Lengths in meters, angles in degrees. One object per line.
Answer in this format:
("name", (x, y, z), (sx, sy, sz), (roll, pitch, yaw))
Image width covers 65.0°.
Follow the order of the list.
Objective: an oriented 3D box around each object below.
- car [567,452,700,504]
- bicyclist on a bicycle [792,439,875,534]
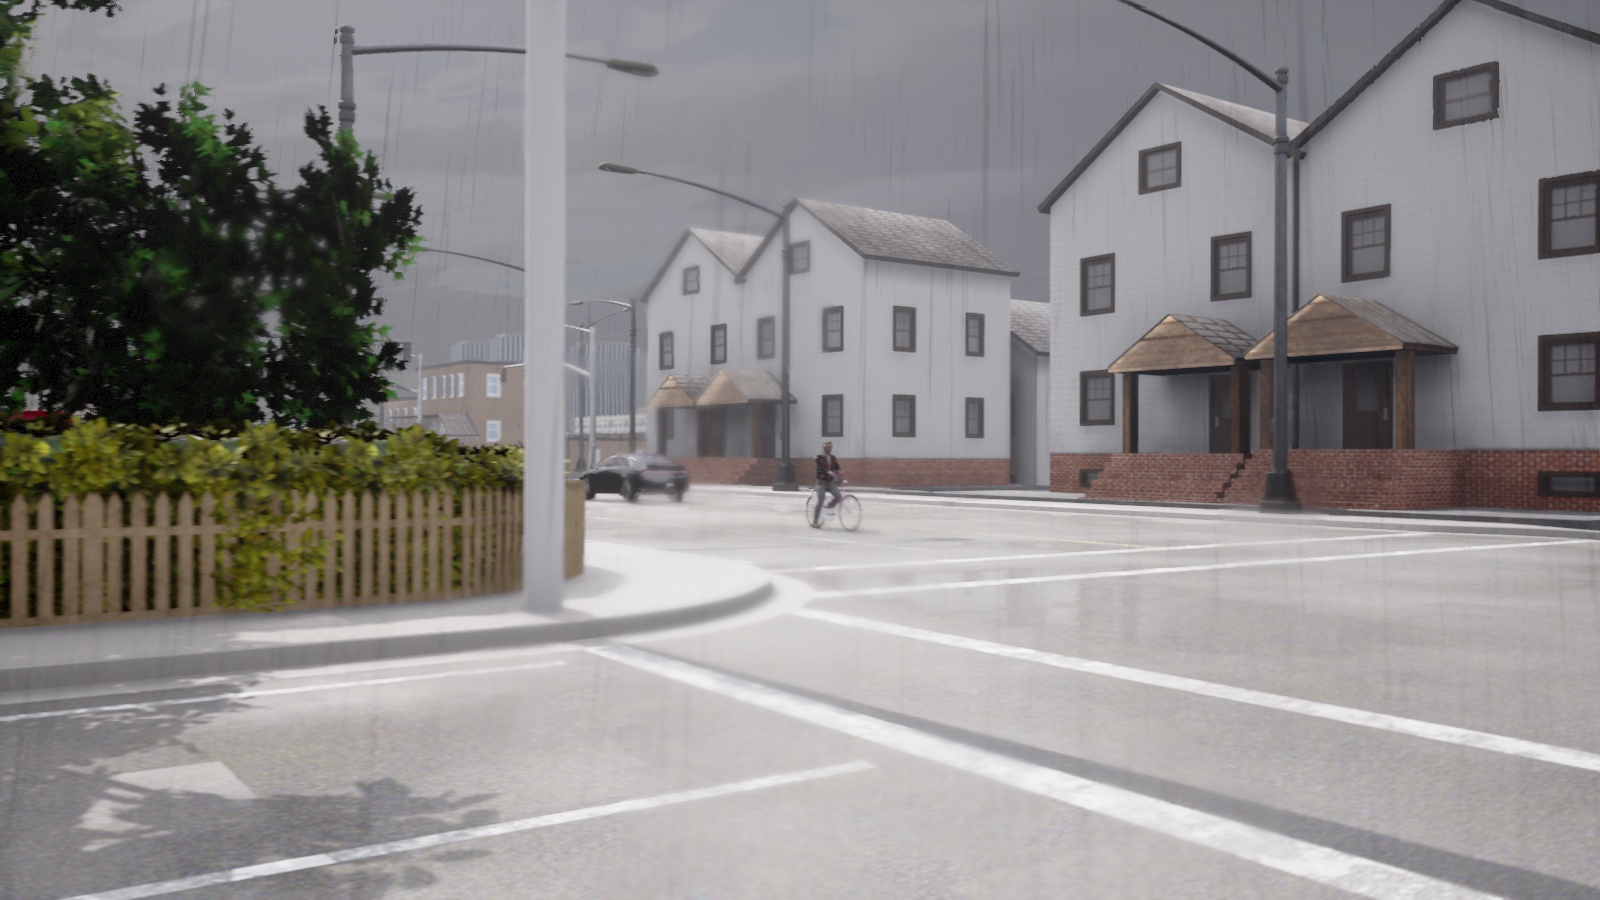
("car", (-5.275, 0.837, 39.169), (2.128, 1.511, 4.902), (0, 0, -35))
("bicyclist on a bicycle", (0.631, 0.697, 24.449), (0.659, 1.776, 1.843), (0, 0, -35))
